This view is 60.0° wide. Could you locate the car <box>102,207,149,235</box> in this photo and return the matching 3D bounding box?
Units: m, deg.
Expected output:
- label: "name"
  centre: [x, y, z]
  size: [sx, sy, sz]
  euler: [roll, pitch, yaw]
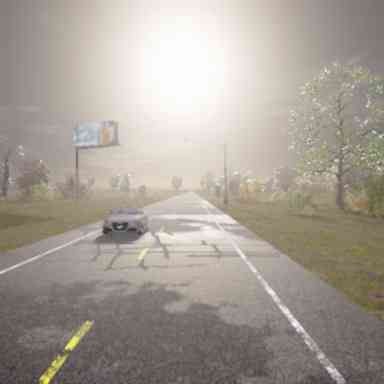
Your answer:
- label: "car"
  centre: [-3.499, 1.496, 18.177]
  size: [1.994, 1.385, 4.181]
  euler: [0, 0, 0]
